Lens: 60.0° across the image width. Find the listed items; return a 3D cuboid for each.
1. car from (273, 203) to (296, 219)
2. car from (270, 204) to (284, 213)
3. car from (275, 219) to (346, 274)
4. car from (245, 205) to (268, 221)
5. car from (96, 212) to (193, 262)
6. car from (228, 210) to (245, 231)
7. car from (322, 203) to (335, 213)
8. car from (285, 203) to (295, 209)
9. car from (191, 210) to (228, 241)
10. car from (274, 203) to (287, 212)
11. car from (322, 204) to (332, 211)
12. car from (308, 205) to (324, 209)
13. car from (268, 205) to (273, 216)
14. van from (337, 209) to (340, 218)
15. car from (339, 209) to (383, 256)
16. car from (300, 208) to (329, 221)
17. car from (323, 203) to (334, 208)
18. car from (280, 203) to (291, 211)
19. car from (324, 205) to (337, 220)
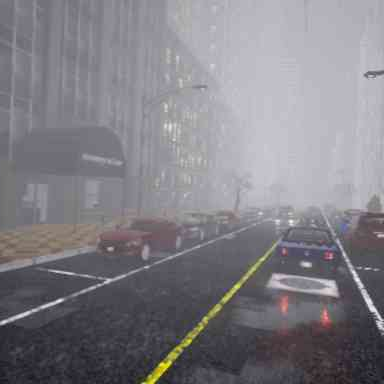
[{"bbox_3d":[11.256,2.415,39.793,1.837,1.490,4.892,2,-1,21],"label":"car"},{"bbox_3d":[14.122,2.774,55.132,1.802,1.307,4.206,2,-1,20],"label":"car"},{"bbox_3d":[4.181,1.908,11.921,1.895,1.301,4.718,2,-1,21],"label":"car"},{"bbox_3d":[6.179,2.177,33.839,2.008,1.369,4.403,2,-1,20],"label":"car"},{"bbox_3d":[-1.765,1.602,12.545,1.887,1.381,4.507,2,-1,20],"label":"car"},{"bbox_3d":[2.206,1.924,23.191,1.802,1.307,4.206,2,-1,20],"label":"car"},{"bbox_3d":[27.934,3.240,68.172,2.192,1.841,5.009,2,-1,20],"label":"car"},{"bbox_3d":[24.054,3.465,81.750,1.947,1.339,4.313,2,-1,20],"label":"car"},{"bbox_3d":[0.220,1.751,17.868,2.008,1.369,4.403,2,-1,20],"label":"car"},{"bbox_3d":[16.113,2.774,60.457,1.967,1.590,4.097,2,-1,20],"label":"car"},{"bbox_3d":[31.902,3.647,78.816,1.967,1.590,4.097,2,-1,20],"label":"car"},{"bbox_3d":[15.819,2.646,43.373,1.837,1.490,4.892,2,-1,20],"label":"car"},{"bbox_3d":[10.151,2.460,44.485,2.008,1.369,4.403,2,-1,20],"label":"car"},{"bbox_3d":[10.058,1.990,20.260,1.690,1.788,3.998,2,-1,20],"label":"van"},{"bbox_3d":[8.072,1.822,14.937,2.192,1.841,5.009,2,-1,20],"label":"car"},{"bbox_3d":[9.937,2.320,27.339,1.895,1.301,4.718,2,-1,21],"label":"car"},{"bbox_3d":[25.948,3.098,62.848,2.192,1.841,5.009,2,-1,20],"label":"car"},{"bbox_3d":[20.024,3.138,70.944,1.752,1.417,4.829,2,-1,20],"label":"car"},{"bbox_3d":[17.995,2.767,41.550,2.008,1.369,4.403,2,-1,20],"label":"car"}]
